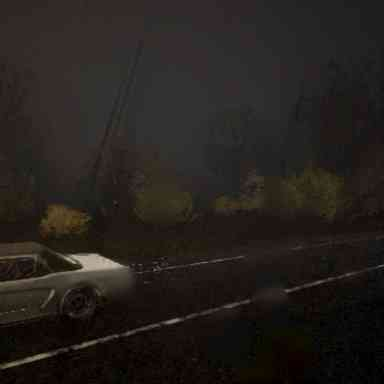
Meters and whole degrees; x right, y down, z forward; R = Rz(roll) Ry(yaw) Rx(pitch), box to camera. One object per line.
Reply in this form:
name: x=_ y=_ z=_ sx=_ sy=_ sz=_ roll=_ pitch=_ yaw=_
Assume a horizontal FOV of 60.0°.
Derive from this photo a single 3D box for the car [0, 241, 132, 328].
car: x=-3.550 y=1.602 z=5.629 sx=4.718 sy=1.301 sz=1.895 roll=0 pitch=0 yaw=-36
